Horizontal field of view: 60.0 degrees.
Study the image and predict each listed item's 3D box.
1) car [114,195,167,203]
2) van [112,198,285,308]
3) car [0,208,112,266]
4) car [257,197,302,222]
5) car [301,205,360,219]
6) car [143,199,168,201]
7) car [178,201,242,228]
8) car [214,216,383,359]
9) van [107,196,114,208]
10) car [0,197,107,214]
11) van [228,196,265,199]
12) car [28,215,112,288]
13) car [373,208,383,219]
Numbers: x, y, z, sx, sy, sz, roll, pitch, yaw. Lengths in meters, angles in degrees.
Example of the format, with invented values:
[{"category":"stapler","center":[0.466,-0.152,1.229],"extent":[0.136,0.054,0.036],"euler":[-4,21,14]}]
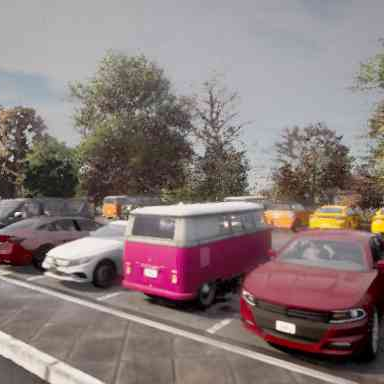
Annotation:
[{"category":"car","center":[-3.084,1.263,26.573],"extent":[2.435,2.045,5.566],"euler":[-1,0,36]},{"category":"van","center":[0.475,1.263,8.065],"extent":[1.878,1.987,4.442],"euler":[0,0,36]},{"category":"car","center":[-4.093,1.526,11.221],"extent":[2.163,1.488,4.792],"euler":[0,0,36]},{"category":"car","center":[5.895,1.366,20.086],"extent":[2.185,1.767,4.553],"euler":[0,0,36]},{"category":"car","center":[8.063,1.488,18.569],"extent":[2.097,1.535,5.008],"euler":[0,0,36]},{"category":"car","center":[-0.954,1.502,24.790],"extent":[1.946,1.575,5.366],"euler":[0,0,36]},{"category":"car","center":[1.402,1.500,23.327],"extent":[2.231,1.521,4.892],"euler":[0,0,36]},{"category":"car","center":[2.670,1.486,6.360],"extent":[2.097,1.535,5.008],"euler":[0,0,36]},{"category":"van","center":[-5.385,1.309,28.328],"extent":[1.878,1.987,4.442],"euler":[-1,0,36]},{"category":"car","center":[-6.386,1.249,12.788],"extent":[2.435,2.045,5.566],"euler":[0,0,36]},{"category":"van","center":[3.727,1.270,21.816],"extent":[1.878,1.987,4.442],"euler":[0,0,36]},{"category":"car","center":[-1.850,1.533,9.586],"extent":[2.002,1.452,4.674],"euler":[0,0,36]},{"category":"car","center":[10.419,1.485,16.886],"extent":[2.097,1.535,5.008],"euler":[0,0,36]}]
